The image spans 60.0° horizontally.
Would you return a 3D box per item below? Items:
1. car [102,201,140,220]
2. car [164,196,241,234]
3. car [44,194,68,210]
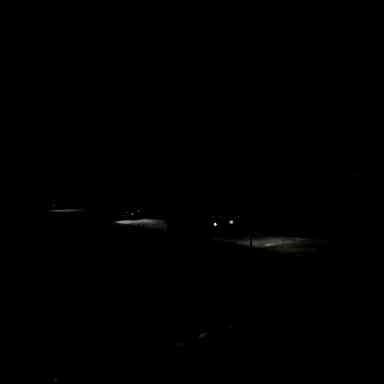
[{"bbox_3d":[-6.283,1.552,28.911,1.837,1.490,4.892,0,0,-37],"label":"car"},{"bbox_3d":[0.441,1.250,19.861,2.150,2.045,5.566,0,0,-37],"label":"car"},{"bbox_3d":[-18.845,1.304,45.954,2.150,2.045,5.566,0,0,-36],"label":"car"}]
